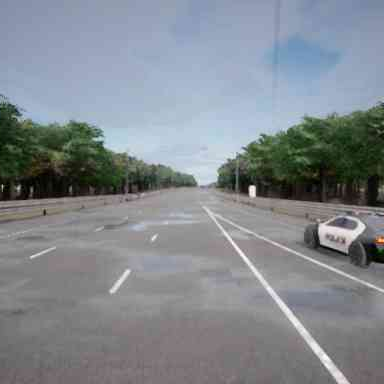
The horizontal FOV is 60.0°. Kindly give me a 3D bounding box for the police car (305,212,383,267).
[{"bbox_3d":[5.623,1.474,11.436,2.038,1.542,4.974,1,0,-7],"label":"police car"}]
